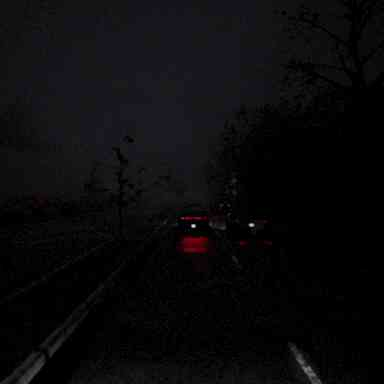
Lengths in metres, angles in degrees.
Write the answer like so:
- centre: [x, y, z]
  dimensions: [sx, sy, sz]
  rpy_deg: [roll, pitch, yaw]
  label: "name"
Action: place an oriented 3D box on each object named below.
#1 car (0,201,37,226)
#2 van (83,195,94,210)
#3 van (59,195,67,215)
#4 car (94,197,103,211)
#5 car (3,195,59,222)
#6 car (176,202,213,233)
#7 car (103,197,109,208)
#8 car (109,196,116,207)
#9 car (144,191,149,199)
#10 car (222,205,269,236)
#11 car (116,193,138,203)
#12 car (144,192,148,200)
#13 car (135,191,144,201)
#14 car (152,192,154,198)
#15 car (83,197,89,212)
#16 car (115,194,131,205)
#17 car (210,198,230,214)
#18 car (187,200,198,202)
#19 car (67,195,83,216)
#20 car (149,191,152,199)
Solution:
- centre: [-13.886, 1.660, 23.619]
  dimensions: [4.674, 1.452, 2.002]
  rpy_deg: [-1, 0, -20]
  label: "car"
- centre: [-14.008, 1.360, 38.494]
  dimensions: [4.442, 1.987, 1.878]
  rpy_deg: [-1, 0, -20]
  label: "van"
- centre: [-13.787, 1.383, 29.633]
  dimensions: [4.442, 1.987, 1.878]
  rpy_deg: [-1, 0, -20]
  label: "van"
- centre: [-13.870, 1.450, 41.530]
  dimensions: [4.553, 1.767, 2.185]
  rpy_deg: [-1, 0, -20]
  label: "car"
- centre: [-13.921, 1.367, 26.590]
  dimensions: [5.566, 2.045, 2.435]
  rpy_deg: [-1, 0, -20]
  label: "car"
- centre: [0.079, 1.632, 20.909]
  dimensions: [1.837, 1.490, 4.892]
  rpy_deg: [0, 0, 0]
  label: "car"
- centre: [-13.894, 1.608, 44.503]
  dimensions: [4.674, 1.452, 2.002]
  rpy_deg: [-1, 0, -20]
  label: "car"
- centre: [-13.875, 1.588, 47.521]
  dimensions: [4.792, 1.488, 2.163]
  rpy_deg: [-1, 0, -20]
  label: "car"
- centre: [-13.943, 1.138, 80.522]
  dimensions: [5.566, 2.045, 2.435]
  rpy_deg: [-1, 1, -20]
  label: "car"
- centre: [3.079, 1.689, 19.213]
  dimensions: [1.994, 1.385, 4.181]
  rpy_deg: [0, 0, 0]
  label: "car"
- centre: [-14.080, 1.504, 65.450]
  dimensions: [5.366, 1.575, 1.946]
  rpy_deg: [-1, 1, -20]
  label: "car"
- centre: [-13.742, 1.415, 77.597]
  dimensions: [5.366, 1.575, 1.946]
  rpy_deg: [-1, 0, -20]
  label: "car"
- centre: [-13.888, 1.223, 71.541]
  dimensions: [5.566, 2.045, 2.435]
  rpy_deg: [-1, 0, -20]
  label: "car"
- centre: [-13.922, 1.248, 92.548]
  dimensions: [4.674, 1.452, 2.002]
  rpy_deg: [-1, 1, -20]
  label: "car"
- centre: [-13.889, 1.594, 35.556]
  dimensions: [4.892, 1.521, 2.231]
  rpy_deg: [-1, 0, -20]
  label: "car"
- centre: [-13.880, 1.554, 59.527]
  dimensions: [4.792, 1.488, 2.163]
  rpy_deg: [-1, 0, -20]
  label: "car"
- centre: [3.061, 1.446, 36.822]
  dimensions: [2.097, 1.767, 4.553]
  rpy_deg: [0, 0, 0]
  label: "car"
- centre: [0.060, 1.616, 38.159]
  dimensions: [1.812, 1.442, 4.674]
  rpy_deg: [0, 0, 0]
  label: "car"
- centre: [-13.872, 1.350, 32.586]
  dimensions: [5.566, 2.045, 2.435]
  rpy_deg: [-1, 0, -20]
  label: "car"
- centre: [-13.951, 1.134, 89.535]
  dimensions: [4.553, 1.767, 2.185]
  rpy_deg: [-1, 1, -20]
  label: "car"
